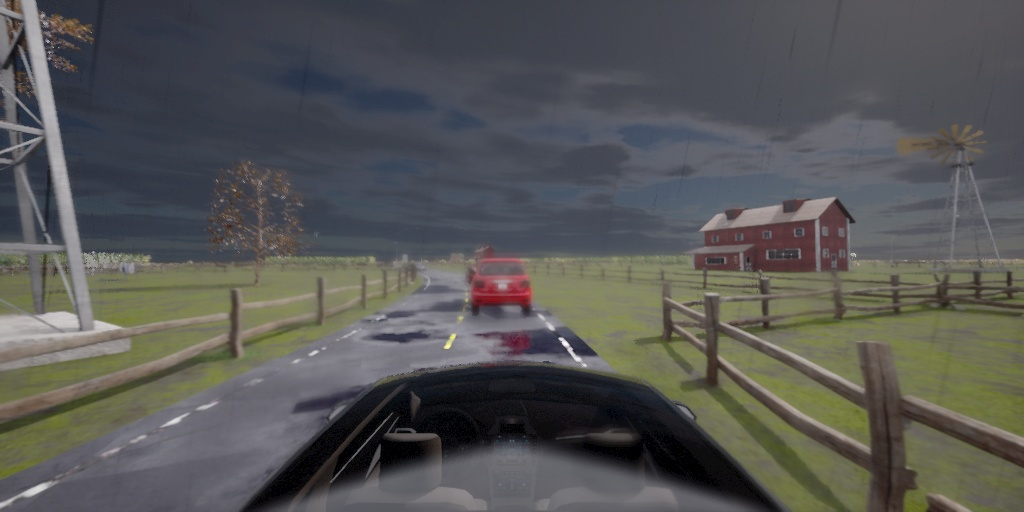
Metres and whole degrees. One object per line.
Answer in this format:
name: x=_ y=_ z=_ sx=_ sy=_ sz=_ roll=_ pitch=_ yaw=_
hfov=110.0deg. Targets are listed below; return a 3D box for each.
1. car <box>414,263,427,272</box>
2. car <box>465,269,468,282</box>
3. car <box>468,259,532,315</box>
car: x=-15.838 y=1.926 z=61.962 sx=2.128 sy=1.511 sz=4.902 roll=1 pitch=-1 yaw=-21
car: x=-2.989 y=1.569 z=31.209 sx=1.882 sy=1.535 sz=5.008 roll=0 pitch=0 yaw=-11
car: x=-0.535 y=1.121 z=14.613 sx=2.150 sy=2.045 sz=5.566 roll=0 pitch=0 yaw=-5
